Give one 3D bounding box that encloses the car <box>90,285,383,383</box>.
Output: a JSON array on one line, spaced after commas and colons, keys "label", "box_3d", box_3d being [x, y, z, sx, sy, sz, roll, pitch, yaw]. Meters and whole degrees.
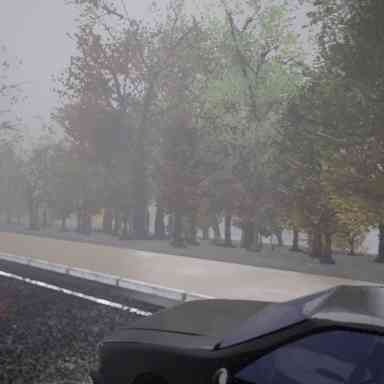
[{"label": "car", "box_3d": [1.574, 1.548, 2.563, 5.357, 1.411, 2.033, 0, 0, 35]}]
